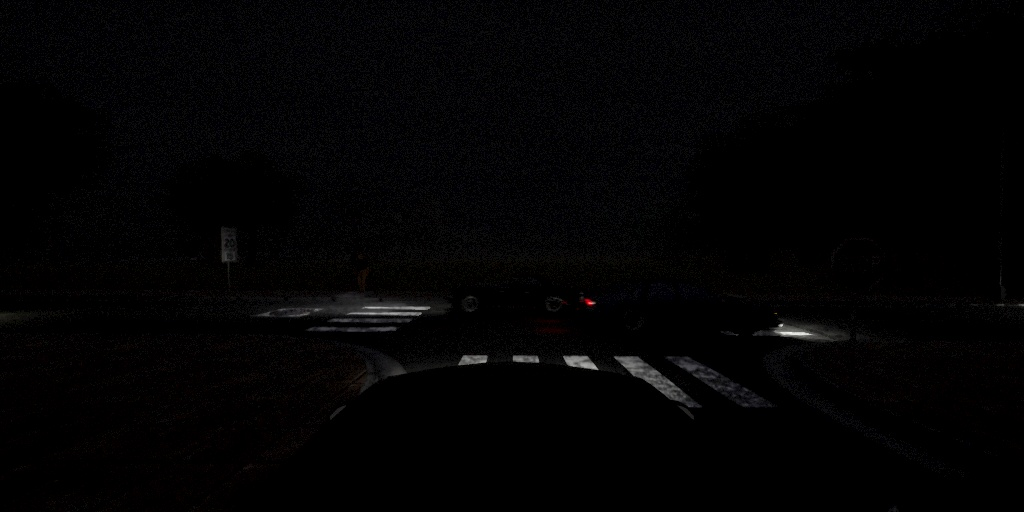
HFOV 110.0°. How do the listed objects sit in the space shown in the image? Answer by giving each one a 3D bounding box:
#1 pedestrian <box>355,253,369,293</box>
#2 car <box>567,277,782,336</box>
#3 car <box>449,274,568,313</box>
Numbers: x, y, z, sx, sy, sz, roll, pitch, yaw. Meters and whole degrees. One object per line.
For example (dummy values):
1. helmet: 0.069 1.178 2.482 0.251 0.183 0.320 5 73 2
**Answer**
1. pedestrian: -6.804 0.752 16.186 0.375 1.860 0.375 0 1 0
2. car: 4.524 1.344 10.315 5.357 1.411 2.033 2 1 0
3. car: 0.101 1.323 13.269 4.718 1.301 1.895 0 1 0
